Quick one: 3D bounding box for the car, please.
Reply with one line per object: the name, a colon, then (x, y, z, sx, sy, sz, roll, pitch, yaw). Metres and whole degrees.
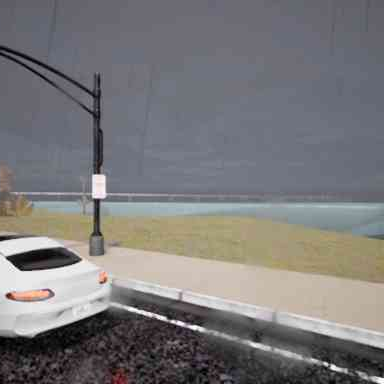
car: (-3.469, 1.526, 6.131, 4.674, 1.442, 1.812, 0, 0, 35)
